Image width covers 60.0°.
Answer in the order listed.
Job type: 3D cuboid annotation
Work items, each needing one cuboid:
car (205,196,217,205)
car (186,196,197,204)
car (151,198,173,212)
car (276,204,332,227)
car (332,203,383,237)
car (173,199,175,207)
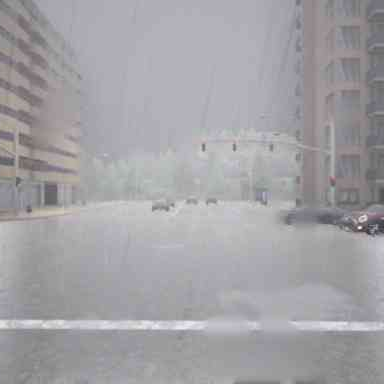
[{"bbox_3d":[3.473,1.476,60.332,1.837,1.490,4.892,0,0,0],"label":"car"},{"bbox_3d":[-0.027,1.497,60.330,1.812,1.442,4.674,0,0,0],"label":"car"},{"bbox_3d":[-3.586,1.507,39.022,1.812,1.442,4.674,0,0,0],"label":"car"},{"bbox_3d":[7.960,1.515,22.070,4.674,1.442,1.812,0,0,1],"label":"car"},{"bbox_3d":[10.330,1.343,17.773,4.553,1.767,2.097,0,0,-9],"label":"car"},{"bbox_3d":[-3.587,1.541,49.105,1.994,1.385,4.181,0,0,0],"label":"car"}]
